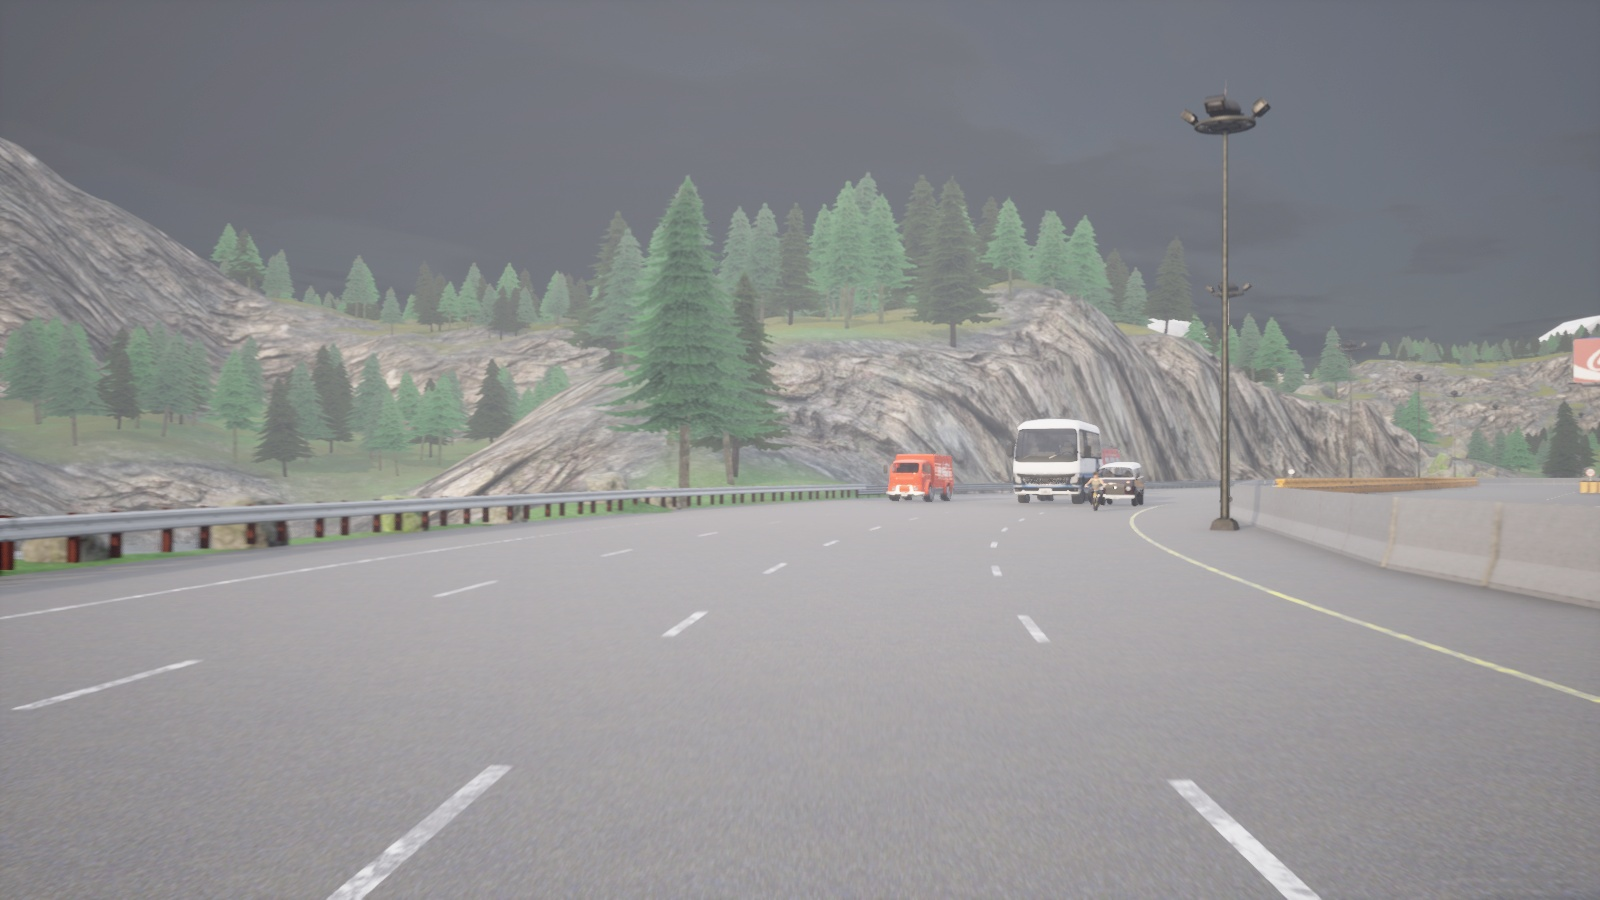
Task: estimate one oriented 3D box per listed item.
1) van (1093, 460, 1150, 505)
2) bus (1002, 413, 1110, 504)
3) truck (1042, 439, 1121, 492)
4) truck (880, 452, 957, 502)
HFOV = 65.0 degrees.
[{"bbox_3d":[15.475,1.509,60.338,2.069,2.038,4.480,-1,0,22],"label":"van"},{"bbox_3d":[13.340,0.490,64.570,3.944,4.253,10.273,0,-1,20],"label":"bus"},{"bbox_3d":[21.191,1.181,94.136,2.891,3.827,8.468,-1,-1,33],"label":"truck"},{"bbox_3d":[6.243,1.410,65.567,2.627,2.467,5.204,-1,-1,22],"label":"truck"}]
